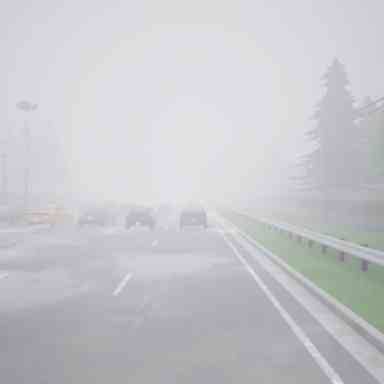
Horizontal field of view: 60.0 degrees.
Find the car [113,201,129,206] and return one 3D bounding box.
[{"bbox_3d":[-6.964,1.890,37.456,2.033,1.411,5.357,0,0,1],"label":"car"}]

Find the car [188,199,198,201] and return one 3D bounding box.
[{"bbox_3d":[0.098,1.780,46.956,2.097,1.767,4.553,0,-1,0],"label":"car"}]

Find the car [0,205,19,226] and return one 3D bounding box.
[{"bbox_3d":[-13.901,1.761,25.805,1.812,1.442,4.674,0,0,0],"label":"car"}]

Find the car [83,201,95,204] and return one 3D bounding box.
[{"bbox_3d":[-13.904,1.979,45.458,1.994,1.385,4.181,0,0,0],"label":"car"}]

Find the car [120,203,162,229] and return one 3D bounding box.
[{"bbox_3d":[-3.401,1.719,23.190,1.837,1.490,4.892,0,0,0],"label":"car"}]

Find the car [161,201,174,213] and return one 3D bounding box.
[{"bbox_3d":[-3.404,1.925,43.745,1.812,1.442,4.674,0,0,0],"label":"car"}]

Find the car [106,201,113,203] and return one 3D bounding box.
[{"bbox_3d":[-10.404,1.909,44.079,1.837,1.490,4.892,0,0,0],"label":"car"}]

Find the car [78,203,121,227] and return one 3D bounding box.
[{"bbox_3d":[-6.995,1.792,24.982,1.994,1.385,4.181,0,-1,1],"label":"car"}]

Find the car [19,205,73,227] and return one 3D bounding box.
[{"bbox_3d":[-10.401,1.702,24.606,1.882,1.535,5.008,0,0,0],"label":"car"}]

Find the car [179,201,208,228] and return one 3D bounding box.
[{"bbox_3d":[0.099,1.698,24.034,1.882,1.535,5.008,0,0,0],"label":"car"}]
